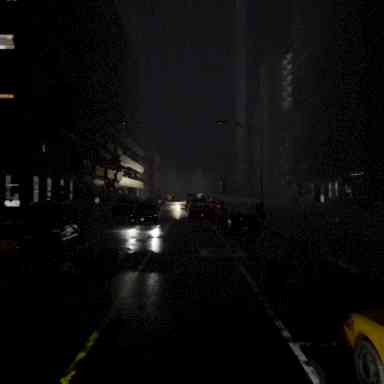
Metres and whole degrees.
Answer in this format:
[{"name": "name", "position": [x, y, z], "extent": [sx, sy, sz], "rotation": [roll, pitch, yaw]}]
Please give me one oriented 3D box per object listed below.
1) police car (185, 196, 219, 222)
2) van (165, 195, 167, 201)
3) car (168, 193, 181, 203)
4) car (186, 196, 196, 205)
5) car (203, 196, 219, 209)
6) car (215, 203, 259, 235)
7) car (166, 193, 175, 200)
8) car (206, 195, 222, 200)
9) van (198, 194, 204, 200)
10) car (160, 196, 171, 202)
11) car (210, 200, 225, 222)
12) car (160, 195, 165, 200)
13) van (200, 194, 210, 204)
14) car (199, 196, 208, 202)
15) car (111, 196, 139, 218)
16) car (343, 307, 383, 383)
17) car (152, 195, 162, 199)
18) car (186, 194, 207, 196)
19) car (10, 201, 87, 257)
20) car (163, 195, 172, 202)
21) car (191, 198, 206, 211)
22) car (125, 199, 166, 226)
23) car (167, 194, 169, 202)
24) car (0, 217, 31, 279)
[{"name": "police car", "position": [0.610, 1.422, 26.081], "extent": [1.930, 1.638, 5.238], "rotation": [0, 0, -3]}, {"name": "van", "position": [-5.839, 1.340, 57.700], "extent": [1.690, 1.788, 3.998], "rotation": [1, 0, 0]}, {"name": "car", "position": [-3.185, 1.331, 65.482], "extent": [2.128, 1.511, 4.902], "rotation": [0, 0, 0]}, {"name": "car", "position": [-0.173, 1.525, 61.255], "extent": [1.812, 1.442, 4.674], "rotation": [0, 0, 0]}, {"name": "car", "position": [2.571, 1.438, 46.583], "extent": [1.967, 1.590, 4.097], "rotation": [1, 0, 0]}, {"name": "car", "position": [2.648, 1.549, 18.736], "extent": [2.008, 1.369, 4.403], "rotation": [1, 0, 0]}, {"name": "car", "position": [-5.933, 1.319, 91.118], "extent": [2.192, 1.841, 5.009], "rotation": [1, 0, 0]}, {"name": "car", "position": [2.602, 1.438, 35.443], "extent": [1.967, 1.590, 4.097], "rotation": [1, 0, 0]}, {"name": "van", "position": [2.446, 1.347, 91.141], "extent": [1.690, 1.788, 3.998], "rotation": [1, 0, 0]}, {"name": "car", "position": [-5.889, 1.552, 74.408], "extent": [2.008, 1.369, 4.403], "rotation": [1, 0, 0]}, {"name": "car", "position": [2.633, 1.549, 24.304], "extent": [2.008, 1.369, 4.403], "rotation": [1, 0, 0]}, {"name": "car", "position": [-5.827, 1.548, 52.130], "extent": [2.008, 1.369, 4.403], "rotation": [1, 0, 0]}, {"name": "van", "position": [2.526, 1.341, 63.293], "extent": [1.690, 1.788, 3.998], "rotation": [1, 0, 0]}, {"name": "car", "position": [2.490, 1.584, 74.431], "extent": [1.802, 1.307, 4.206], "rotation": [1, 0, 0]}, {"name": "car", "position": [-5.760, 1.312, 29.851], "extent": [2.192, 1.841, 5.009], "rotation": [1, 0, 0]}, {"name": "car", "position": [2.695, 1.525, 2.197], "extent": [1.752, 1.417, 4.829], "rotation": [1, 0, 0]}, {"name": "car", "position": [-5.811, 1.563, 46.561], "extent": [1.947, 1.339, 4.313], "rotation": [1, 0, 0]}, {"name": "car", "position": [0.424, 1.349, 35.865], "extent": [2.097, 1.767, 4.553], "rotation": [0, 0, -7]}, {"name": "car", "position": [-5.712, 1.313, 13.144], "extent": [2.192, 1.841, 5.009], "rotation": [1, 0, 0]}, {"name": "car", "position": [-5.904, 1.527, 79.809], "extent": [1.752, 1.417, 4.829], "rotation": [1, 0, 0]}, {"name": "car", "position": [0.781, 1.523, 41.986], "extent": [1.812, 1.442, 4.674], "rotation": [0, 0, 0]}, {"name": "car", "position": [-3.167, 1.502, 23.594], "extent": [1.837, 1.490, 4.892], "rotation": [0, 0, 0]}, {"name": "car", "position": [-5.857, 1.524, 63.100], "extent": [1.752, 1.417, 4.829], "rotation": [1, 0, 0]}, {"name": "car", "position": [-5.700, 1.524, 7.403], "extent": [1.752, 1.417, 4.829], "rotation": [1, 0, 0]}]
